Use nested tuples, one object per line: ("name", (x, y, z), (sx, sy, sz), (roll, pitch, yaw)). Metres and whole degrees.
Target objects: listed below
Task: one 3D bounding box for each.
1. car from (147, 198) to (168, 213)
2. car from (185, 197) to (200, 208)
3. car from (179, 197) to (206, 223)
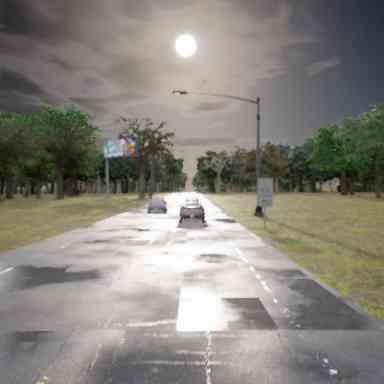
("car", (-3.551, 1.376, 35.014), (1.812, 1.442, 4.674), (0, 0, 0))
("car", (0.058, 1.340, 44.080), (1.895, 1.301, 4.718), (0, 1, 0))
("car", (0.025, 1.424, 25.003), (2.128, 1.511, 4.902), (0, 0, 0))
